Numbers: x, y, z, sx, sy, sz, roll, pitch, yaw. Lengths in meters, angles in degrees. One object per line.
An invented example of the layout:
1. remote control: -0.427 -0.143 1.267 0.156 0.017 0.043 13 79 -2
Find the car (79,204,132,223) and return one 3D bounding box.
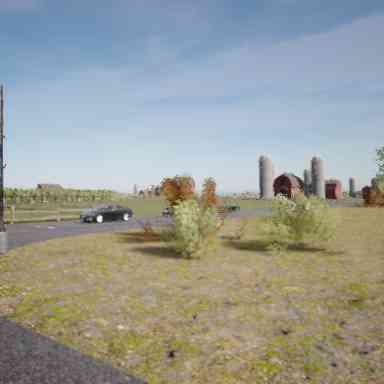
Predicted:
1. car: -7.302 1.805 28.510 1.837 1.490 4.892 -1 -1 36

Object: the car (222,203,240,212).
1. car: 4.676 2.125 45.114 1.895 1.301 4.718 -1 -1 36

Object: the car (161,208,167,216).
1. car: -1.354 1.903 36.759 2.128 1.511 4.902 -1 -1 36
